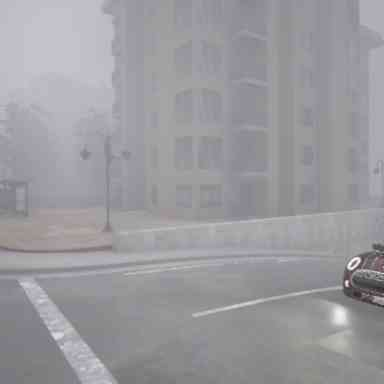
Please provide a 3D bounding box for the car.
[{"bbox_3d":[5.674,1.752,8.030,4.553,1.767,2.097,5,-2,-35],"label":"car"}]
